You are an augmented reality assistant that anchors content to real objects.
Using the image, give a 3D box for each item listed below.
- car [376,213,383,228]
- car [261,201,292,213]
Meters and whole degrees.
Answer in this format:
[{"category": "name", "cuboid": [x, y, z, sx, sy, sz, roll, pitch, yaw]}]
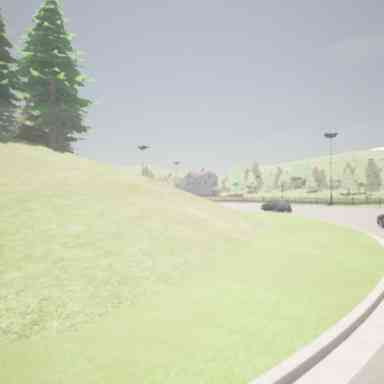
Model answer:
[{"category": "car", "cuboid": [12.471, 1.575, 19.272, 2.033, 1.411, 5.357, 0, 0, 13]}, {"category": "car", "cuboid": [10.148, 1.713, 40.340, 1.994, 1.385, 4.181, 0, 0, -23]}]
